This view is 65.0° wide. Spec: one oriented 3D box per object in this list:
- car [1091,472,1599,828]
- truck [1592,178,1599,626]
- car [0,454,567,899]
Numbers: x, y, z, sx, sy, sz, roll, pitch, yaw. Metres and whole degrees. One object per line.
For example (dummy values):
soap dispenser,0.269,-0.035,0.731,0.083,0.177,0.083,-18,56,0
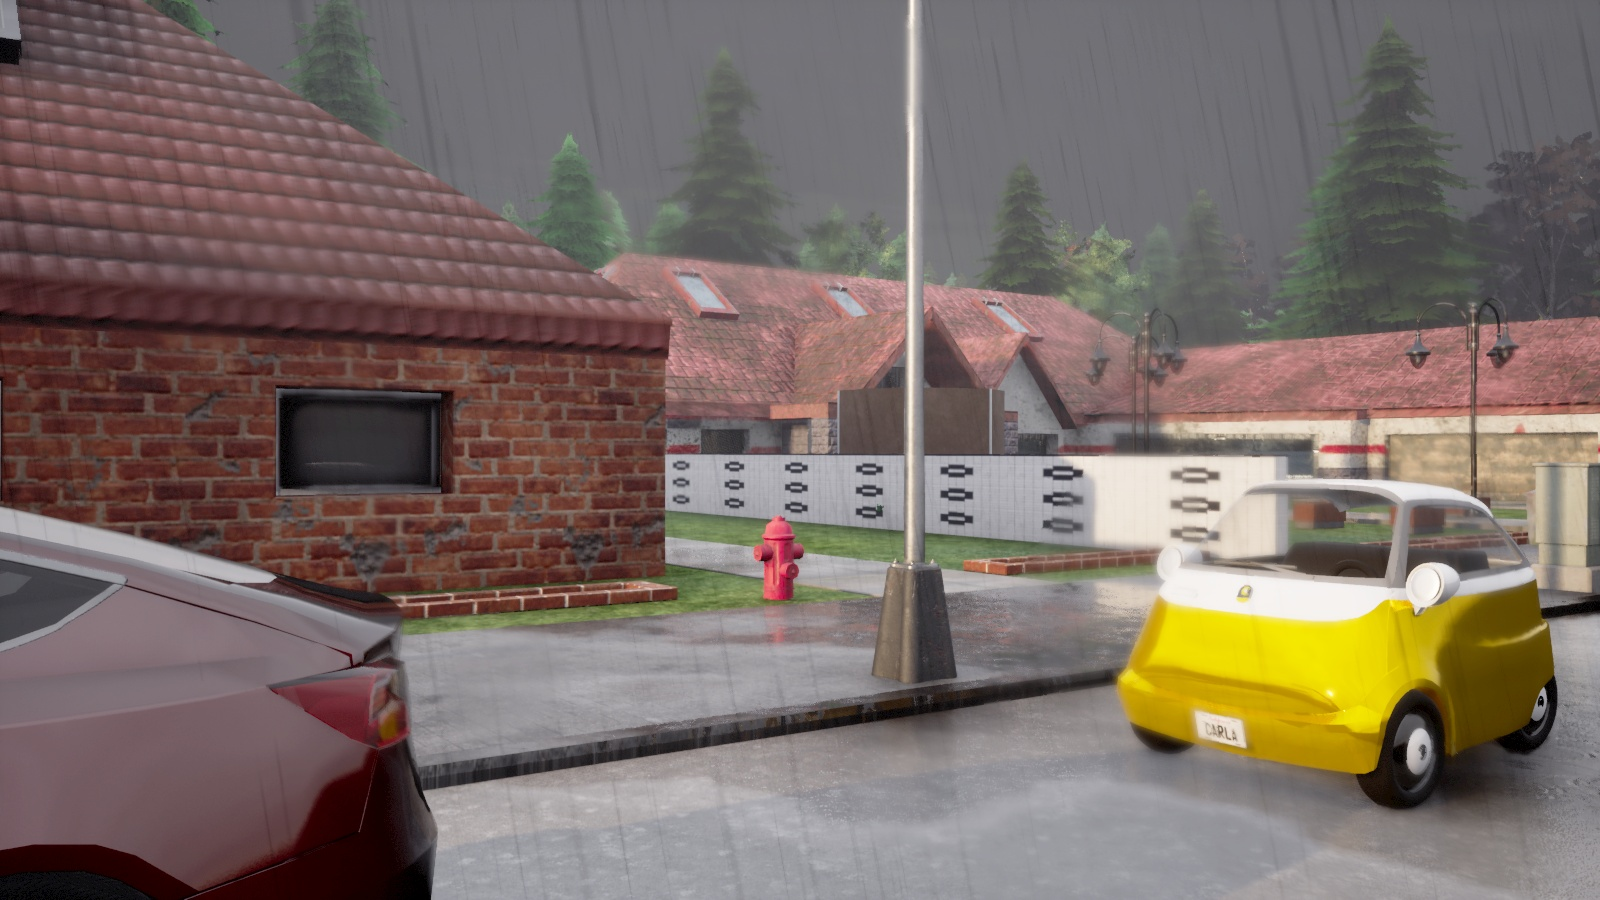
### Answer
car,2.760,0.809,6.189,2.207,1.376,1.481,0,0,-35
truck,11.095,-0.414,11.998,8.468,3.827,2.891,0,0,-35
car,-3.070,0.756,2.135,4.792,1.488,2.163,0,0,-35
